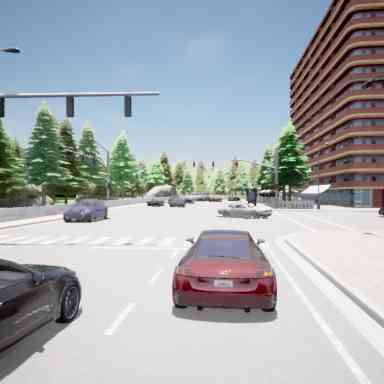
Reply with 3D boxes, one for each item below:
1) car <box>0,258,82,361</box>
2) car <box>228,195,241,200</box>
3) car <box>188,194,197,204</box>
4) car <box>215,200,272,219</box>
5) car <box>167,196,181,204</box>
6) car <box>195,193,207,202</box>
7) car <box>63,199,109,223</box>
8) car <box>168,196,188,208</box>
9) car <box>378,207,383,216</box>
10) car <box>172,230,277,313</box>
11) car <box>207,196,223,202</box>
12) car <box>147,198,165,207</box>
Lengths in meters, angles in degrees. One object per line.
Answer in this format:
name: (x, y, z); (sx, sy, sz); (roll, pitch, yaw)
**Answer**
car: (-3.136, 1.526, 4.295); (1.812, 1.442, 4.674); (0, 0, 7)
car: (9.755, 1.525, 76.394); (2.128, 1.511, 4.902); (0, 0, 25)
car: (-0.667, 1.601, 61.904); (1.895, 1.301, 4.718); (0, 0, 7)
car: (4.611, 1.640, 29.310); (4.718, 1.301, 1.895); (0, 0, 37)
car: (-3.575, 1.504, 67.024); (1.837, 1.490, 4.892); (0, 0, 7)
car: (2.547, 1.540, 77.323); (2.033, 1.411, 5.357); (0, 0, 22)
car: (-8.074, 1.355, 25.653); (2.097, 1.767, 4.553); (0, 0, 6)
car: (-2.052, 1.564, 47.640); (1.994, 1.385, 4.181); (0, 0, 4)
car: (19.230, 1.619, 29.983); (4.181, 1.385, 1.994); (0, 0, 6)
car: (0.771, 1.564, 7.788); (1.994, 1.385, 4.181); (0, 0, 6)
car: (5.572, 1.595, 75.401); (1.895, 1.301, 4.718); (0, 0, 22)
car: (-5.477, 1.601, 50.173); (1.895, 1.301, 4.718); (0, 0, 6)
